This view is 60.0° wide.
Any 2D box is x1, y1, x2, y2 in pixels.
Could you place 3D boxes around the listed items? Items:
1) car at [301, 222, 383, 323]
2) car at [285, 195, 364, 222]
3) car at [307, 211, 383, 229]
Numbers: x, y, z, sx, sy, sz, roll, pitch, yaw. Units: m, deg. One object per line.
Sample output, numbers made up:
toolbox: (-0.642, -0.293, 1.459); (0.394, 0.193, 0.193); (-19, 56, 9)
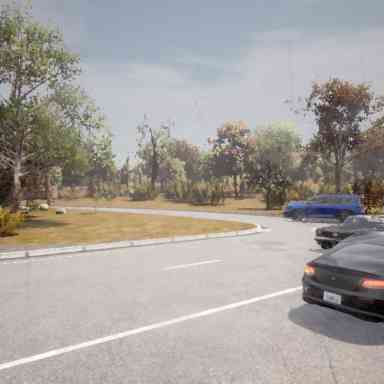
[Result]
car: (4.103, 1.526, 6.677); (4.674, 1.442, 1.812); (0, 0, -36)
car: (9.860, 1.223, 25.042); (5.566, 2.045, 2.150); (0, 2, 20)
car: (6.927, 1.601, 13.142); (4.718, 1.301, 1.895); (0, 0, -35)
